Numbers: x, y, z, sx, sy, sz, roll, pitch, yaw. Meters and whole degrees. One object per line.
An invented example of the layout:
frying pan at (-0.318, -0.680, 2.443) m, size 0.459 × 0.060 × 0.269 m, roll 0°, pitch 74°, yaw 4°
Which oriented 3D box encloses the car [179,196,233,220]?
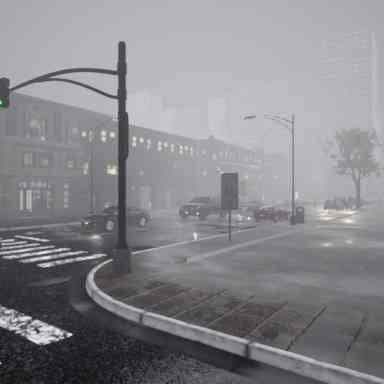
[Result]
car at (1.158, 1.340, 29.490) m, size 2.150 × 2.045 × 5.566 m, roll 0°, pitch 0°, yaw 35°

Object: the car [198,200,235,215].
car at (2.755, 1.673, 36.261) m, size 1.752 × 1.417 × 4.829 m, roll 0°, pitch 0°, yaw 35°

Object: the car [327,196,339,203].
car at (34.683, 1.892, 81.571) m, size 1.967 × 1.590 × 4.097 m, roll 0°, pitch -1°, yaw 35°

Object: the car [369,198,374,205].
car at (35.168, 1.971, 67.709) m, size 1.802 × 1.307 × 4.206 m, roll 0°, pitch -1°, yaw 35°

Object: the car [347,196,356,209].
car at (22.435, 1.581, 49.643) m, size 2.192 × 1.841 × 5.009 m, roll 0°, pitch -1°, yaw 35°

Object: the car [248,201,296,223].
car at (6.564, 1.669, 27.027) m, size 1.887 × 1.381 × 4.507 m, roll 0°, pitch 0°, yaw 35°

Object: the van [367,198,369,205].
van at (31.985, 1.698, 63.194) m, size 1.690 × 1.788 × 3.998 m, roll 0°, pitch -1°, yaw 35°

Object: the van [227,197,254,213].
van at (6.035, 1.517, 40.918) m, size 1.690 × 1.788 × 3.998 m, roll 0°, pitch 0°, yaw 35°

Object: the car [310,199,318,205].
car at (21.951, 1.875, 63.503) m, size 2.008 × 1.369 × 4.403 m, roll 0°, pitch -1°, yaw 35°

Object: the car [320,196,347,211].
car at (19.252, 1.676, 45.125) m, size 1.967 × 1.590 × 4.097 m, roll 0°, pitch -1°, yaw 35°

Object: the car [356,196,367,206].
car at (28.802, 1.641, 58.678) m, size 2.192 × 1.841 × 5.009 m, roll 0°, pitch -1°, yaw 35°

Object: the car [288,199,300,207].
car at (15.585, 1.814, 54.468) m, size 2.008 × 1.369 × 4.403 m, roll 0°, pitch -1°, yaw 35°

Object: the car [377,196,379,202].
car at (41.534, 2.036, 76.743) m, size 1.802 × 1.307 × 4.206 m, roll 0°, pitch -1°, yaw 35°

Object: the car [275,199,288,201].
car at (12.304, 1.758, 49.812) m, size 1.752 × 1.417 × 4.829 m, roll 0°, pitch -1°, yaw 35°

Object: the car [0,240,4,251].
car at (-8.745, 1.553, 9.889) m, size 2.033 × 1.411 × 5.357 m, roll 0°, pitch 0°, yaw 35°

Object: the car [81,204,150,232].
car at (-4.732, 1.577, 21.173) m, size 1.837 × 1.490 × 4.892 m, roll 0°, pitch 0°, yaw 34°

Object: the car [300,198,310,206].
car at (18.768, 1.845, 58.985) m, size 2.008 × 1.369 × 4.403 m, roll 0°, pitch -1°, yaw 35°

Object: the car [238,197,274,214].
car at (7.072, 1.659, 37.861) m, size 2.128 × 1.511 × 4.902 m, roll 0°, pitch 0°, yaw 35°

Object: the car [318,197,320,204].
car at (28.317, 1.827, 72.537) m, size 1.967 × 1.590 × 4.097 m, roll 0°, pitch -1°, yaw 35°

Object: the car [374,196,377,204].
car at (38.449, 1.947, 72.366) m, size 1.752 × 1.417 × 4.829 m, roll 0°, pitch -1°, yaw 35°
